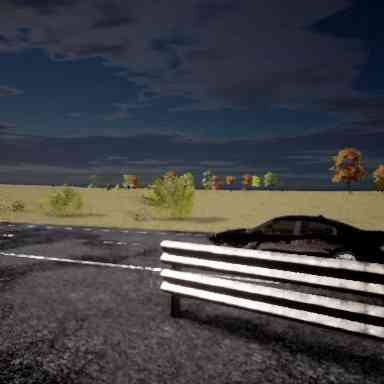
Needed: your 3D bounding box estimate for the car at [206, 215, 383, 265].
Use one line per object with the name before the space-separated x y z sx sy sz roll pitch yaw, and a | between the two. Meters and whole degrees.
car | 2.823 1.404 9.583 5.008 1.535 1.882 0 0 23
